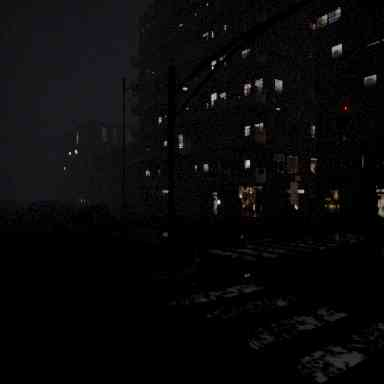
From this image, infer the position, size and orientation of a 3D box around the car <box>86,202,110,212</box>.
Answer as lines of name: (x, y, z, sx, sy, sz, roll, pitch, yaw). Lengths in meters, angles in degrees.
car: (-13.752, 2.192, 48.604, 1.947, 1.339, 4.313, -1, 0, -35)

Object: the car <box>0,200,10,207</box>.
car: (-42.714, 2.666, 75.674, 1.752, 1.417, 4.829, -1, 0, -35)

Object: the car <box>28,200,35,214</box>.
car: (-20.374, 2.073, 44.314, 1.967, 1.590, 4.097, -1, 0, -35)

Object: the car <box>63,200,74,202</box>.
car: (-18.041, 2.145, 45.481, 2.033, 1.411, 5.357, 0, -1, -35)

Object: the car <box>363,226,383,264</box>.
car: (7.565, 1.562, 9.539, 1.837, 1.490, 4.892, 0, -1, -35)

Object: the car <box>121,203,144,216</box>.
car: (-7.444, 2.006, 39.749, 1.752, 1.417, 4.829, -1, 0, -35)

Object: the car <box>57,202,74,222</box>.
car: (-10.656, 1.934, 30.677, 1.752, 1.417, 4.829, -1, 0, -35)

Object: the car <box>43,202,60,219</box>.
car: (-13.960, 2.036, 35.314, 2.008, 1.369, 4.403, -1, 0, -35)

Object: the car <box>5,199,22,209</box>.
car: (-33.197, 2.365, 62.313, 1.967, 1.590, 4.097, -1, 0, -35)

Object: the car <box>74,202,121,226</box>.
car: (-7.551, 1.777, 26.316, 1.967, 1.590, 4.097, -1, 0, -35)

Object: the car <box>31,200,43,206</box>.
car: (-39.382, 2.773, 84.578, 1.947, 1.339, 4.313, -1, 0, -35)

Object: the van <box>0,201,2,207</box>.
van: (-39.610, 2.411, 71.313, 1.690, 1.788, 3.998, -1, 0, -35)

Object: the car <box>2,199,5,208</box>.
car: (-36.401, 2.542, 66.813, 1.887, 1.381, 4.507, -1, 0, -35)

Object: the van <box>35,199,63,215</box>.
van: (-17.170, 1.900, 39.815, 1.690, 1.788, 3.998, -1, 0, -35)

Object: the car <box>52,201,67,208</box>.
car: (-26.567, 2.462, 66.591, 1.887, 1.381, 4.507, -1, 0, -35)
